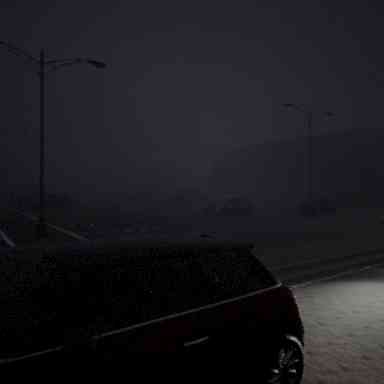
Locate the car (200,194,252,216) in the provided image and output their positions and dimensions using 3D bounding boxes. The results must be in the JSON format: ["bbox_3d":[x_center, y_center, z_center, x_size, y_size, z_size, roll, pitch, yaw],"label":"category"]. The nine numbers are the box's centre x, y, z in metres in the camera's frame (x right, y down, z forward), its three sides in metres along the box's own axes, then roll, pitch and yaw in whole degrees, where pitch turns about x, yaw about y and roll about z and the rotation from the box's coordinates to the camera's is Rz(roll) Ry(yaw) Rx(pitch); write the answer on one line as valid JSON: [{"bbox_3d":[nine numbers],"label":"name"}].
[{"bbox_3d":[2.948,1.134,26.729,3.806,1.475,1.970,0,1,-35],"label":"car"}]

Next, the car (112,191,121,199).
[{"bbox_3d":[-12.815,0.529,61.666,3.806,1.475,1.970,0,1,-35],"label":"car"}]

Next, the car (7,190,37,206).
[{"bbox_3d":[-18.535,0.786,38.630,4.514,1.523,2.007,0,1,-35],"label":"car"}]

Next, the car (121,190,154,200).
[{"bbox_3d":[-8.910,0.527,56.562,5.027,1.636,2.152,0,1,-35],"label":"car"}]

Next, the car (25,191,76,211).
[{"bbox_3d":[-12.905,0.927,30.375,3.633,1.501,1.845,0,1,-35],"label":"car"}]

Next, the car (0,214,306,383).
[{"bbox_3d":[-0.969,1.308,3.308,4.553,1.767,2.097,0,1,-35],"label":"car"}]

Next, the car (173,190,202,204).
[{"bbox_3d":[0.330,0.659,43.863,4.605,1.855,1.932,0,1,-35],"label":"car"}]

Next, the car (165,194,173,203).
[{"bbox_3d":[-1.656,0.604,46.023,3.866,1.878,1.905,0,1,-35],"label":"car"}]

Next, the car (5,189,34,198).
[{"bbox_3d":[-25.009,0.436,49.292,4.605,1.855,1.932,0,1,-35],"label":"car"}]

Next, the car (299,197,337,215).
[{"bbox_3d":[10.750,1.158,28.481,3.633,1.501,1.845,0,1,-35],"label":"car"}]

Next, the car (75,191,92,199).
[{"bbox_3d":[-20.698,0.552,60.687,4.514,1.523,2.007,0,1,-35],"label":"car"}]
